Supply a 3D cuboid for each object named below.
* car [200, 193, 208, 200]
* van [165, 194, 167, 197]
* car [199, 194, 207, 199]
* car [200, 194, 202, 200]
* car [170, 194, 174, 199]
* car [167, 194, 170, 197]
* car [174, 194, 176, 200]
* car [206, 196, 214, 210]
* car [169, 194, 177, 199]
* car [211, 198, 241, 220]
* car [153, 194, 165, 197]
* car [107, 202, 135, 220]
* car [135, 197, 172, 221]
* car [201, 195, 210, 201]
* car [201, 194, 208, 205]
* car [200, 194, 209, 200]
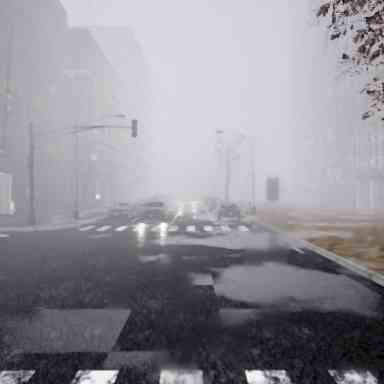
[{"bbox_3d":[3.058,1.186,87.445,1.967,1.590,4.097,0,0,0],"label":"car"},{"bbox_3d":[-5.458,1.173,54.286,1.690,1.788,3.998,0,0,0],"label":"van"},{"bbox_3d":[3.081,1.286,92.979,2.008,1.369,4.403,0,0,0],"label":"car"},{"bbox_3d":[2.968,1.319,65.486,1.752,1.417,4.829,0,0,0],"label":"car"},{"bbox_3d":[-5.390,1.230,70.884,1.967,1.590,4.097,0,0,0],"label":"car"},{"bbox_3d":[-5.435,1.399,59.818,1.802,1.307,4.206,0,0,0],"label":"car"},{"bbox_3d":[-5.322,1.306,87.481,2.008,1.369,4.403,0,0,0],"label":"car"},{"bbox_3d":[2.854,1.394,37.823,1.752,1.417,4.829,0,0,0],"label":"car"},{"bbox_3d":[-5.299,1.295,93.014,2.008,1.369,4.403,0,0,0],"label":"car"},{"bbox_3d":[2.808,1.447,26.588,1.887,1.381,4.507,0,0,0],"label":"car"},{"bbox_3d":[-5.481,1.287,48.753,1.967,1.590,4.097,0,0,0],"label":"car"},{"bbox_3d":[-5.572,1.462,26.623,2.008,1.369,4.403,0,0,0],"label":"car"},{"bbox_3d":[-2.887,1.402,26.036,1.882,1.535,5.008,0,0,0],"label":"car"},{"bbox_3d":[3.013,1.313,76.382,1.887,1.381,4.507,0,0,0],"label":"car"},{"bbox_3d":[2.922,1.405,54.251,1.802,1.307,4.206,0,0,0],"label":"car"},{"bbox_3d":[3.036,1.307,81.914,2.008,1.369,4.403,0,0,0],"label":"car"}]
